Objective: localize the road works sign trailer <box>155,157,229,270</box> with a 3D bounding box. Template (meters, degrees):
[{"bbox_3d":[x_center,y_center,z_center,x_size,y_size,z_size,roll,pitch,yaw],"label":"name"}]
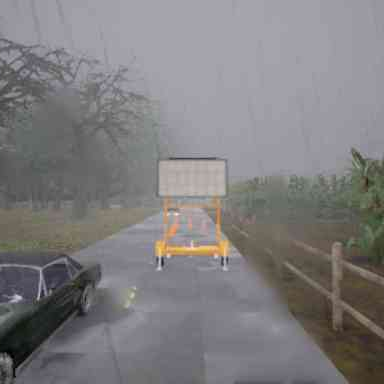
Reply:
[{"bbox_3d":[0.014,0.596,11.515,2.380,3.560,2.880,0,-1,0],"label":"road works sign trailer"}]

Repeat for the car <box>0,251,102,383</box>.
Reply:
[{"bbox_3d":[-2.843,1.655,4.872,1.895,1.301,4.718,0,-1,0],"label":"car"}]

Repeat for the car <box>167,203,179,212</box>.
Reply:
[{"bbox_3d":[-2.786,2.269,48.255,2.033,1.411,5.357,0,-1,0],"label":"car"}]
